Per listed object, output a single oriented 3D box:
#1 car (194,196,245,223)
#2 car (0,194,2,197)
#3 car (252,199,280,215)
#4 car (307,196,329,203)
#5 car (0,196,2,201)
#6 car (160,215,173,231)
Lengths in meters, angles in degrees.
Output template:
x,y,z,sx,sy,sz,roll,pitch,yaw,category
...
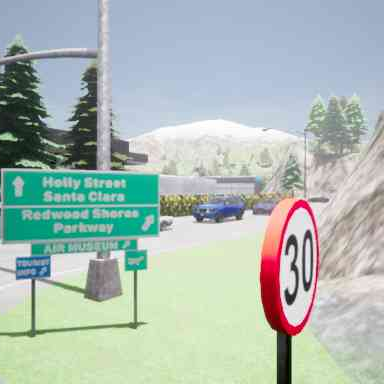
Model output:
x,y,z,sx,sy,sz,roll,pitch,yaw,category
2.405,1.409,27.890,2.150,2.045,5.566,0,0,36,car
-38.765,1.470,69.883,4.514,1.523,2.007,0,0,35,car
8.316,1.540,36.049,2.097,1.767,4.553,0,0,36,car
28.278,1.711,74.712,2.128,1.511,4.902,0,0,-42,car
-12.436,1.498,26.016,1.905,1.878,3.866,0,0,35,car
-3.277,1.788,20.032,1.895,1.301,4.718,0,0,36,car
